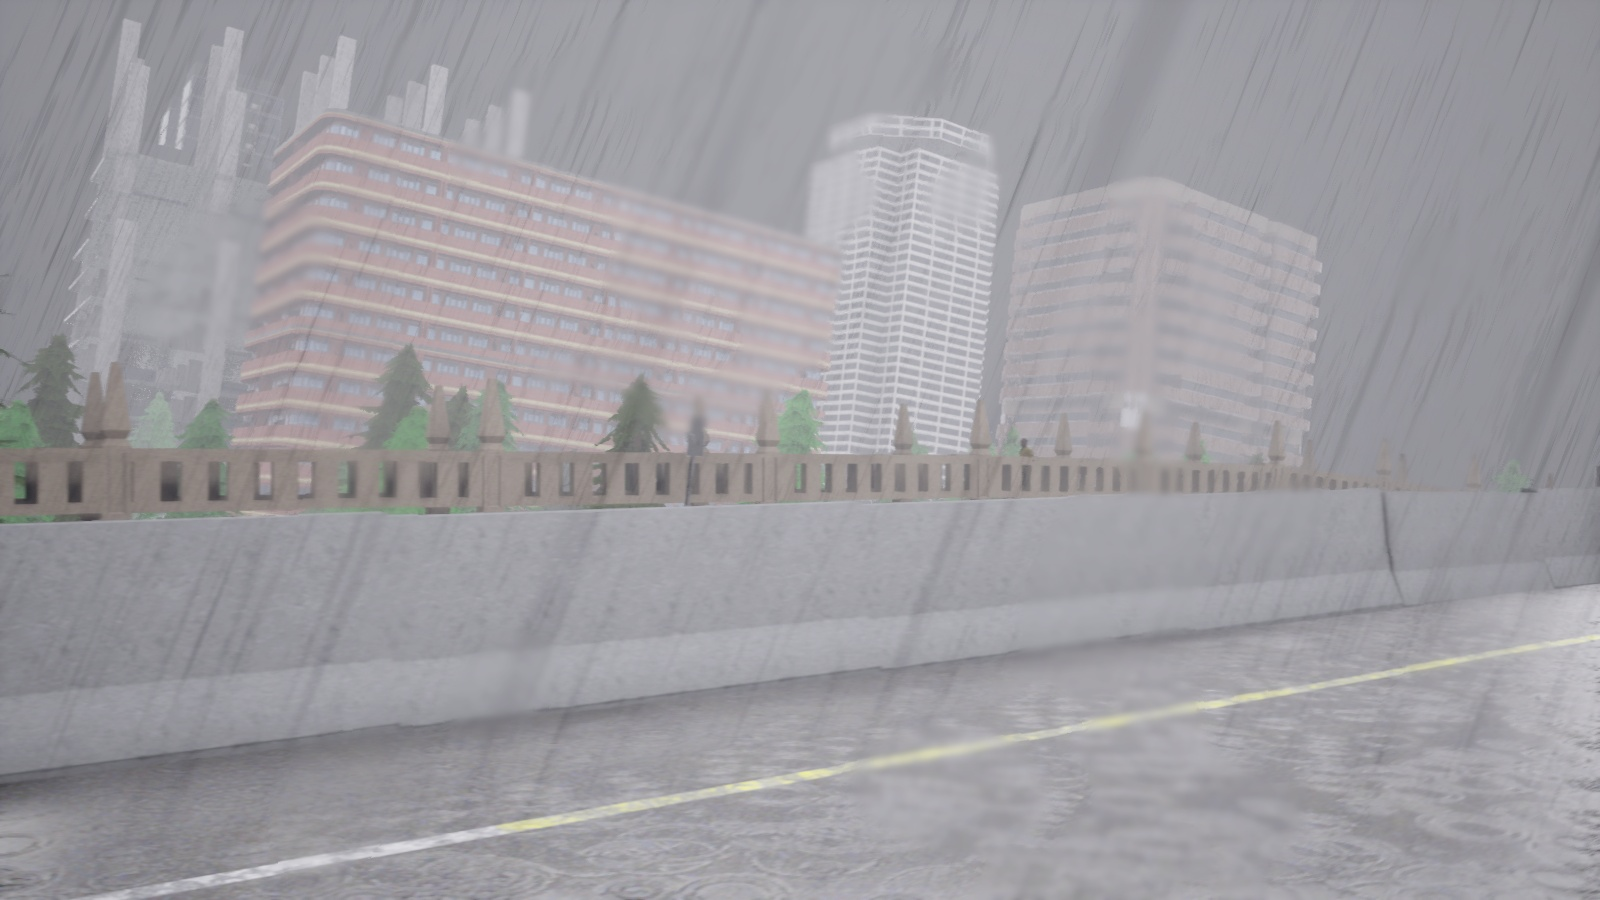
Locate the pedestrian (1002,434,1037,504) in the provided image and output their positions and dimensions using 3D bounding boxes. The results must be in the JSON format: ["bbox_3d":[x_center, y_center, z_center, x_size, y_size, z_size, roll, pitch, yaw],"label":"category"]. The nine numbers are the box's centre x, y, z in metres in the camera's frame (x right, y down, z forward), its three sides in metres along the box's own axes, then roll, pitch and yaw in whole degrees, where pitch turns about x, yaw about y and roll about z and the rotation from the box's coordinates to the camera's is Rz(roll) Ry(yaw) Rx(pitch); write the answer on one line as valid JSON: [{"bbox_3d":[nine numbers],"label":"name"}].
[{"bbox_3d":[5.996,0.521,34.267,0.726,1.835,0.370,9,-5,-34],"label":"pedestrian"}]
